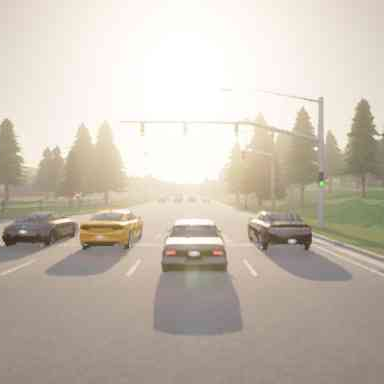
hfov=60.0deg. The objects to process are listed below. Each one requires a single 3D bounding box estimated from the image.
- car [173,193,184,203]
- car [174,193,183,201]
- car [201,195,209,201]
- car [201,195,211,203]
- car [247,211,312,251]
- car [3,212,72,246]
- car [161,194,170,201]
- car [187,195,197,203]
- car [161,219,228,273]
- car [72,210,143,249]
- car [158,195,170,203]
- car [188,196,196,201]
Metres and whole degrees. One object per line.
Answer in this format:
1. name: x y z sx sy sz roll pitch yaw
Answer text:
1. car: -3.504 1.733 78.726 1.882 1.535 5.008 0 0 0
2. car: -3.505 1.356 89.177 2.150 2.045 5.566 0 0 0
3. car: 3.495 1.655 89.147 1.812 1.442 4.674 0 0 0
4. car: 3.496 1.781 79.143 1.812 1.442 4.674 0 0 0
5. car: 3.583 1.541 14.298 2.128 1.511 4.902 0 0 0
6. car: -6.912 1.616 15.647 1.994 1.385 4.181 0 0 0
7. car: -7.005 1.485 89.117 2.097 1.767 4.553 0 0 0
8. car: -0.004 1.611 79.080 2.097 1.767 4.553 0 0 0
9. car: 0.072 1.584 10.741 2.033 1.411 5.357 0 0 0
10. car: -3.414 1.527 14.853 1.882 1.535 5.008 0 0 0
11. car: -7.004 1.755 78.726 1.837 1.490 4.892 0 0 0
12. car: -0.005 1.683 89.146 1.994 1.385 4.181 0 0 0
